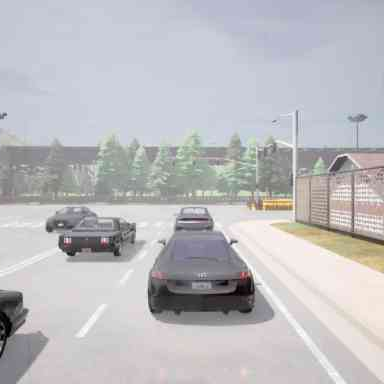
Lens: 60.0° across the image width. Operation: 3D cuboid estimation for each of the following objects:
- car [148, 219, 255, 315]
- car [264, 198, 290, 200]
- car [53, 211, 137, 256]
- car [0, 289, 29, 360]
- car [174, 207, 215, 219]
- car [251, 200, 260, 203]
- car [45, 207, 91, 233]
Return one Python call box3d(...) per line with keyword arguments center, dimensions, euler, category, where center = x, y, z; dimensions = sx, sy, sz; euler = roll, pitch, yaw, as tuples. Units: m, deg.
box3d(center=(0.147, 1.564, 7.653), dimensions=(1.994, 1.385, 4.181), euler=(0, 0, -1), category="car")
box3d(center=(12.289, 1.601, 45.343), dimensions=(4.718, 1.301, 1.895), euler=(0, 0, -3), category="car")
box3d(center=(-3.398, 1.601, 12.973), dimensions=(1.895, 1.301, 4.718), euler=(0, 0, 0), category="car")
box3d(center=(-3.399, 1.547, 2.579), dimensions=(2.033, 1.411, 5.357), euler=(0, 0, 0), category="car")
box3d(center=(0.119, 1.492, 16.556), dimensions=(2.128, 1.511, 4.902), euler=(0, 0, 1), category="car")
box3d(center=(11.752, 1.601, 52.362), dimensions=(4.718, 1.301, 1.895), euler=(0, 0, -2), category="car")
box3d(center=(-6.999, 1.568, 19.692), dimensions=(1.994, 1.385, 4.181), euler=(0, 0, 0), category="car")
